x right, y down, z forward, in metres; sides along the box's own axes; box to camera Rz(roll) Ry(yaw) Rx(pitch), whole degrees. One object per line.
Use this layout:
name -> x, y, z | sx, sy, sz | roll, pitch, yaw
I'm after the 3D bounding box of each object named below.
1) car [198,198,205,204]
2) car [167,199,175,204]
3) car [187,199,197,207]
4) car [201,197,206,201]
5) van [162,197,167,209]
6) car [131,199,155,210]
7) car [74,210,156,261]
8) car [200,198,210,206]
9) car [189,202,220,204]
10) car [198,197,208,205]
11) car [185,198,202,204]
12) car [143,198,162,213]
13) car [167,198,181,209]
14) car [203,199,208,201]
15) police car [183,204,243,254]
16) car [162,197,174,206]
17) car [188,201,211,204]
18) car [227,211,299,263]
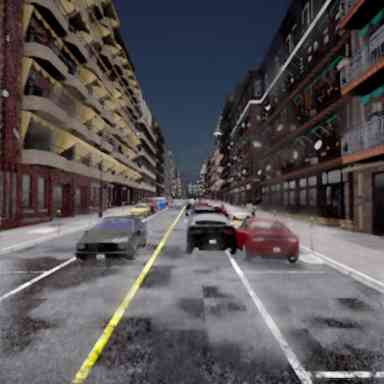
car -> 2.543, 2.314, 89.774 | 1.967, 1.590, 4.097 | 1, -1, 0
car -> -5.305, 2.375, 84.300 | 1.947, 1.339, 4.313 | 1, -1, 0
car -> -0.006, 2.116, 64.730 | 1.812, 1.442, 4.674 | 0, -1, 0
car -> 2.579, 2.048, 56.588 | 1.887, 1.381, 4.507 | 1, -1, 0
van -> -5.295, 1.789, 51.119 | 1.690, 1.788, 3.998 | 2, -1, 0
car -> -5.298, 1.814, 34.358 | 1.752, 1.417, 4.829 | 2, -1, 0
car -> -2.849, 1.650, 13.047 | 2.033, 1.411, 5.357 | 0, 0, 0
car -> 2.588, 2.062, 67.651 | 1.967, 1.590, 4.097 | 1, -1, 0
car -> 0.822, 1.700, 24.015 | 1.837, 1.490, 4.892 | 0, 0, 0
car -> 2.548, 2.059, 78.713 | 2.192, 1.841, 5.009 | 1, -1, 0
car -> -0.004, 1.981, 49.737 | 2.033, 1.411, 5.357 | 0, -1, 0
car -> -5.293, 1.656, 40.062 | 2.192, 1.841, 5.009 | 2, -1, 0
car -> -2.824, 2.075, 53.751 | 1.895, 1.301, 4.718 | 0, -1, 0
car -> 2.580, 1.891, 39.997 | 2.008, 1.369, 4.403 | 1, -1, 0
police car -> 0.671, 1.537, 14.103 | 1.930, 1.638, 5.238 | 0, 0, -1
car -> -5.298, 1.998, 73.241 | 2.192, 1.841, 5.009 | 1, -1, 0
car -> 0.822, 1.775, 30.016 | 1.812, 1.442, 4.674 | 0, -1, 0
car -> 2.584, 1.642, 12.344 | 1.887, 1.381, 4.507 | 1, 0, 0
